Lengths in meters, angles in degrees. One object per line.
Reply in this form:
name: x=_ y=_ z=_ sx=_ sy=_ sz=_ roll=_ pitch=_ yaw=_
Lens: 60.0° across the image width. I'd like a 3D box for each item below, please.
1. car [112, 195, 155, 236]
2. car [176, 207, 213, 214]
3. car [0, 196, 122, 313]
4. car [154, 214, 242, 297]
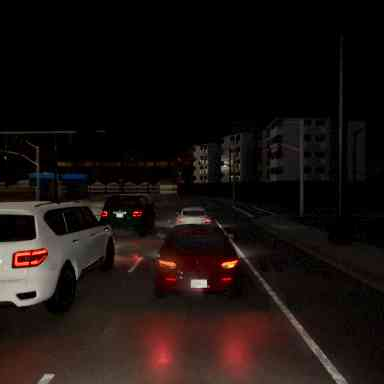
car: x=-3.352 y=1.179 z=18.147 sx=2.150 sy=2.045 sz=5.566 roll=0 pitch=0 yaw=0
car: x=0.115 y=1.490 z=17.518 sx=1.812 sy=1.442 sz=4.674 roll=0 pitch=0 yaw=1
car: x=-3.383 y=1.218 z=7.788 sx=2.150 sy=2.045 sz=5.566 roll=0 pitch=0 yaw=0
car: x=0.120 y=1.521 z=8.431 sx=1.812 sy=1.442 sz=4.674 roll=0 pitch=0 yaw=0
